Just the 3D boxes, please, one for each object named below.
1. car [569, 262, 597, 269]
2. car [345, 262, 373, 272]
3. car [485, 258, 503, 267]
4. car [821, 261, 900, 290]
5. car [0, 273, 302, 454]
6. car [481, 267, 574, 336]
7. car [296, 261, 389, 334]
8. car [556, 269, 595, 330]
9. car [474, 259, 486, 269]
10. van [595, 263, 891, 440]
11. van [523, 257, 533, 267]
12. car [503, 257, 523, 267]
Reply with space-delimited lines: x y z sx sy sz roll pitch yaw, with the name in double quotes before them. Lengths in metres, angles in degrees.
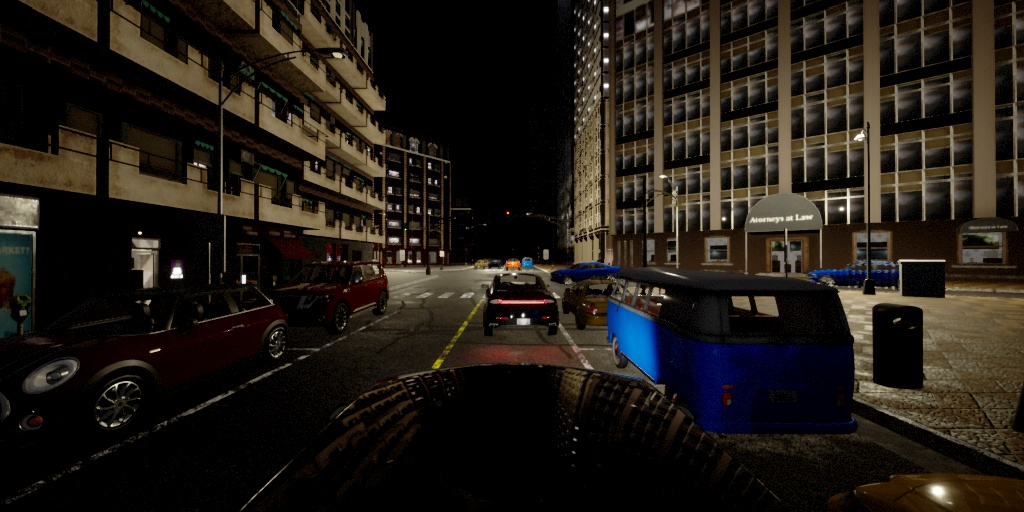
"car" 5.101 1.180 25.075 5.008 1.535 1.882 -1 0 -11
"car" -21.764 1.536 51.033 4.181 1.385 1.994 -1 -1 41
"car" -2.804 1.426 58.866 1.895 1.301 4.718 0 0 2
"car" 19.359 1.061 19.599 5.008 1.535 1.882 -1 -1 41
"car" -5.314 1.191 5.242 1.967 1.591 4.097 0 0 0
"car" 0.135 1.245 10.388 2.128 1.511 4.902 0 0 -3
"car" -5.313 1.068 10.778 2.192 1.841 5.009 0 0 0
"car" 2.568 1.279 10.952 1.751 1.417 4.829 0 0 0
"car" -5.301 1.353 59.607 1.751 1.417 4.829 0 0 0
"van" 2.567 1.092 5.246 1.690 1.789 3.998 0 0 0
"van" 2.579 1.168 59.775 1.690 1.789 3.998 0 0 0
"car" 0.146 1.166 54.174 2.097 1.767 4.553 0 0 -1
